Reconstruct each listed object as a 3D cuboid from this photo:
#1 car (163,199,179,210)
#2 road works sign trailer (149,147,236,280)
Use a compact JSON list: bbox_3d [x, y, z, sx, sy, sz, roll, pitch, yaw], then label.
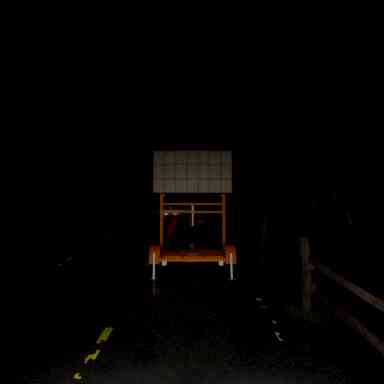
[{"bbox_3d":[-2.655,1.586,43.261,2.033,1.411,5.357,0,0,0],"label":"car"},{"bbox_3d":[0.021,0.463,9.901,2.380,3.560,2.880,0,0,0],"label":"road works sign trailer"}]
